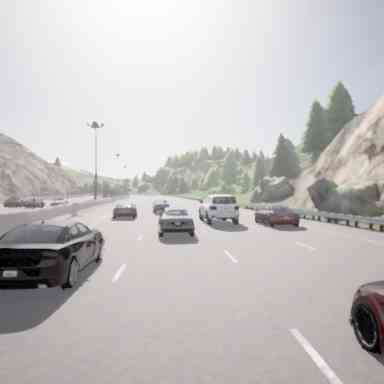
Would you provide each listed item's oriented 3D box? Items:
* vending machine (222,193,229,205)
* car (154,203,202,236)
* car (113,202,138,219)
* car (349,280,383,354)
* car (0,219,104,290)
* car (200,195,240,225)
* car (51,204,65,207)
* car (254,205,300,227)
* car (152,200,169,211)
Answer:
[{"bbox_3d":[5.810,1.166,57.650,1.100,2.100,0.880,0,0,-8],"label":"vending machine"},{"bbox_3d":[-0.939,1.544,18.312,2.033,1.411,5.357,0,0,-6],"label":"car"},{"bbox_3d":[-5.908,1.568,29.742,1.994,1.385,4.181,0,0,-8],"label":"car"},{"bbox_3d":[3.452,1.555,3.472,1.994,1.385,4.181,0,0,-1],"label":"car"},{"bbox_3d":[-3.764,1.483,9.134,1.882,1.535,5.008,0,0,-3],"label":"car"},{"bbox_3d":[1.871,1.210,24.328,2.150,2.045,5.566,0,0,-7],"label":"car"},{"bbox_3d":[-19.304,1.554,48.915,1.812,1.442,4.674,0,0,-8],"label":"car"},{"bbox_3d":[5.595,1.545,22.441,1.994,1.385,4.181,0,0,-6],"label":"car"},{"bbox_3d":[-3.398,1.544,37.344,2.033,1.411,5.357,0,0,-8],"label":"car"}]
